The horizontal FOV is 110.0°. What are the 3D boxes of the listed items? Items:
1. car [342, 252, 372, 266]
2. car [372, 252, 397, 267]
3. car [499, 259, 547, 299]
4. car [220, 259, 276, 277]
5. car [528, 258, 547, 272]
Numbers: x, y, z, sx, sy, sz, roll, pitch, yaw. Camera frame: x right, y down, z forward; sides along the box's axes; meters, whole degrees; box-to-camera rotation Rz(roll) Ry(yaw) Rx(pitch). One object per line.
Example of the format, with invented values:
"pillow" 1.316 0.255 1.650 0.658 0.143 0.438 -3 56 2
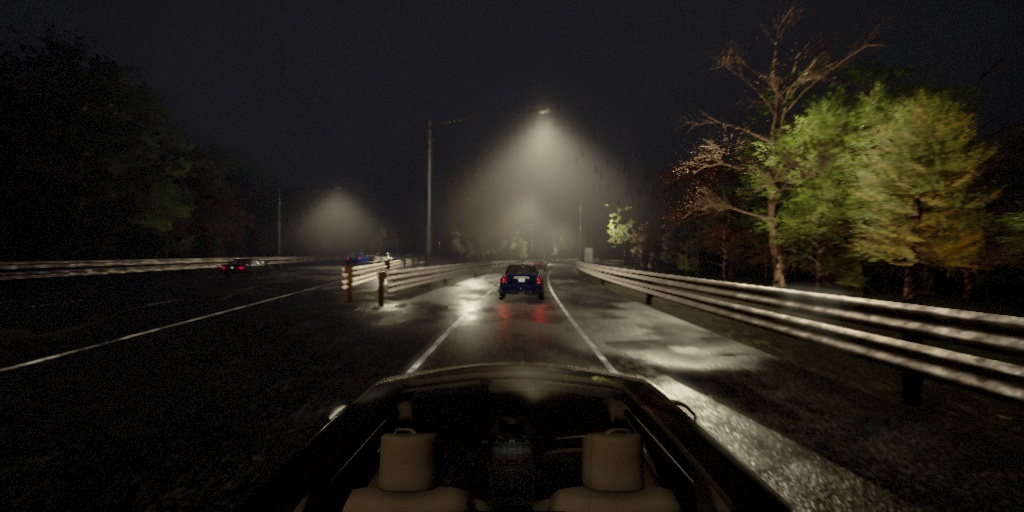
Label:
"car" -22.024 0.492 51.235 2.150 2.045 5.566 0 0 -11
"car" -18.735 0.509 52.679 2.150 2.045 5.566 0 0 -11
"car" 0.550 1.121 18.394 2.097 1.767 4.553 0 0 3
"car" -21.444 0.929 29.364 2.033 1.411 5.357 0 0 -11
"car" 3.501 1.143 47.810 2.097 1.767 4.553 0 0 9
